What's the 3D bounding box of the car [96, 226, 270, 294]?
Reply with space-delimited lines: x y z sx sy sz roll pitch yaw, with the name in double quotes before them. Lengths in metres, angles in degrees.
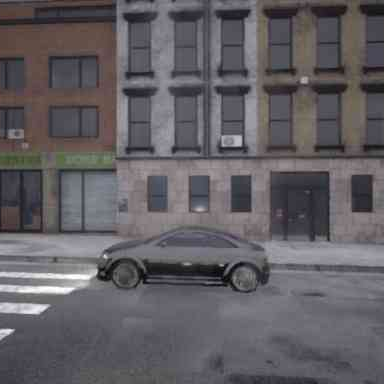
"car" -0.182 1.560 8.348 4.181 1.385 1.994 1 0 3
